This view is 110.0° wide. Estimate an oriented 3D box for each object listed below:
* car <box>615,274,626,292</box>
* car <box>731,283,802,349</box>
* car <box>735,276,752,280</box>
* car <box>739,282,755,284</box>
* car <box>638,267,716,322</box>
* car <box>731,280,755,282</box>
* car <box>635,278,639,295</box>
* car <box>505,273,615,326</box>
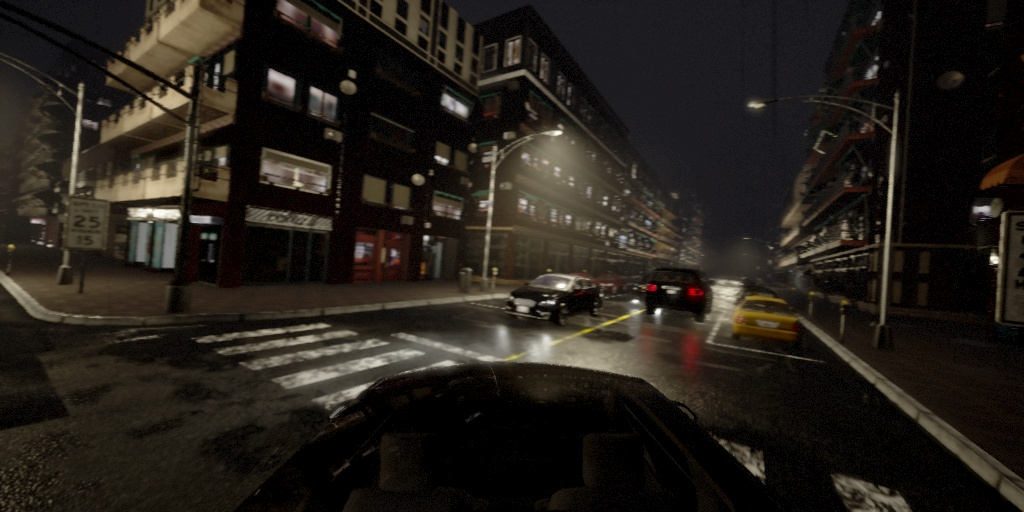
[{"bbox_3d":[6.868,1.893,25.484,1.802,1.307,4.207,0,0,33],"label":"car"},{"bbox_3d":[7.982,1.864,11.464,1.751,1.417,4.829,0,0,33],"label":"car"},{"bbox_3d":[26.297,3.283,40.058,1.751,1.417,4.829,0,0,33],"label":"car"},{"bbox_3d":[10.944,2.139,16.089,1.948,1.339,4.313,0,0,33],"label":"car"},{"bbox_3d":[7.429,1.552,15.688,2.150,2.045,5.566,4,0,33],"label":"car"},{"bbox_3d":[13.962,2.372,20.876,1.948,1.339,4.313,0,0,33],"label":"car"},{"bbox_3d":[10.306,2.062,25.868,1.837,1.490,4.892,4,0,33],"label":"car"},{"bbox_3d":[1.654,1.384,12.480,2.128,1.511,4.902,4,0,33],"label":"car"}]
